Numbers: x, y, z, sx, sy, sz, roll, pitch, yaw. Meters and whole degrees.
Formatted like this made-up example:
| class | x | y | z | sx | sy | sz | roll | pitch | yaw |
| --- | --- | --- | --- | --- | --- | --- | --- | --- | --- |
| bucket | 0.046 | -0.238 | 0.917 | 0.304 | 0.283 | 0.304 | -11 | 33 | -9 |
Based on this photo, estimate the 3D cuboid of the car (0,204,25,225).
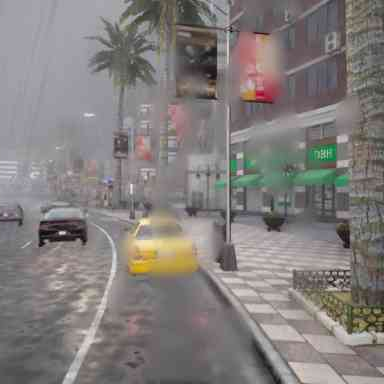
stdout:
| class | x | y | z | sx | sy | sz | roll | pitch | yaw |
| --- | --- | --- | --- | --- | --- | --- | --- | --- | --- |
| car | -13.053 | 1.537 | 23.691 | 2.033 | 1.411 | 5.357 | 0 | 0 | -26 |

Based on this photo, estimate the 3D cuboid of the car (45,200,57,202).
| class | x | y | z | sx | sy | sz | roll | pitch | yaw |
| --- | --- | --- | --- | --- | --- | --- | --- | --- | --- |
| car | -10.772 | 1.470 | 26.952 | 1.882 | 1.535 | 5.008 | 0 | -1 | -26 |

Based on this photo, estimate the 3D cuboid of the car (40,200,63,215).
| class | x | y | z | sx | sy | sz | roll | pitch | yaw |
| --- | --- | --- | --- | --- | --- | --- | --- | --- | --- |
| car | -14.753 | 1.552 | 34.818 | 1.994 | 1.385 | 4.181 | 0 | 0 | -27 |

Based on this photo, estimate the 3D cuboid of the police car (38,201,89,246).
| class | x | y | z | sx | sy | sz | roll | pitch | yaw |
| --- | --- | --- | --- | --- | --- | --- | --- | --- | --- |
| police car | -5.868 | 1.421 | 15.469 | 1.930 | 1.638 | 5.238 | 0 | -1 | -18 |

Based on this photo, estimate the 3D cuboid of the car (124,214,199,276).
| class | x | y | z | sx | sy | sz | roll | pitch | yaw |
| --- | --- | --- | --- | --- | --- | --- | --- | --- | --- |
| car | -1.121 | 1.456 | 10.384 | 1.801 | 1.575 | 5.366 | 0 | 0 | -11 |
